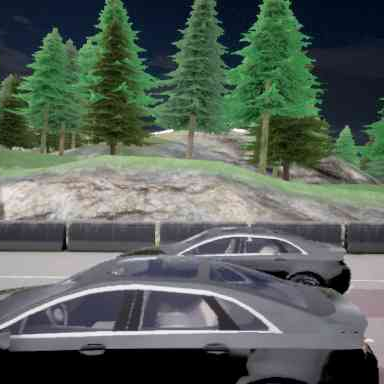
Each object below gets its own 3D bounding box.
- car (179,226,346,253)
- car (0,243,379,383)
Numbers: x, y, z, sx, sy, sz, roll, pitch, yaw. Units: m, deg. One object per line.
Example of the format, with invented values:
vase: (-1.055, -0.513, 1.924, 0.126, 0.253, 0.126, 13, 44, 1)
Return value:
car: (0.701, 1.499, 6.974, 4.902, 1.511, 2.128, 0, 0, 2)
car: (-0.717, 1.493, 3.520, 4.902, 1.511, 2.128, 0, 0, 2)
